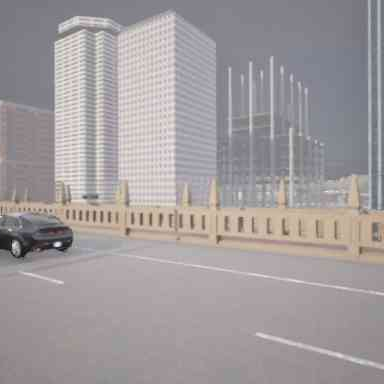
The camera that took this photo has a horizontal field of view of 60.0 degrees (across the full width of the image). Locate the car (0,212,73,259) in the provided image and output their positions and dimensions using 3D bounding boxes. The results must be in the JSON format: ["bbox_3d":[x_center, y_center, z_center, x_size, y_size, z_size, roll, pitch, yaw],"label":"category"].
[{"bbox_3d":[-6.611,1.560,12.932,4.892,1.490,1.837,0,0,36],"label":"car"}]
